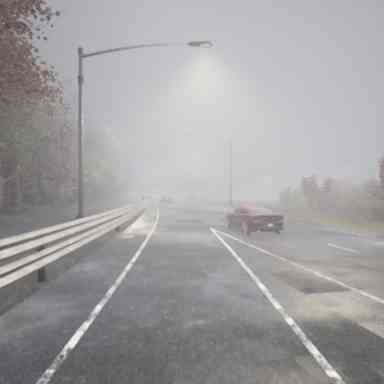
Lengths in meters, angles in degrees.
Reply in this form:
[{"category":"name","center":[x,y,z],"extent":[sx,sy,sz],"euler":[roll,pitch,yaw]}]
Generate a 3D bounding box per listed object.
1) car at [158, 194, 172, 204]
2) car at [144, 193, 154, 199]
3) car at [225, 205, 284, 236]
[{"category":"car","center":[-4.778,1.209,59.139],"extent":[2.097,1.767,4.553],"euler":[0,0,-11]},{"category":"car","center":[-11.637,1.222,93.438],"extent":[2.128,1.511,4.902],"euler":[0,0,-11]},{"category":"car","center":[3.336,1.467,18.596],"extent":[1.882,1.535,5.008],"euler":[0,0,-11]}]
